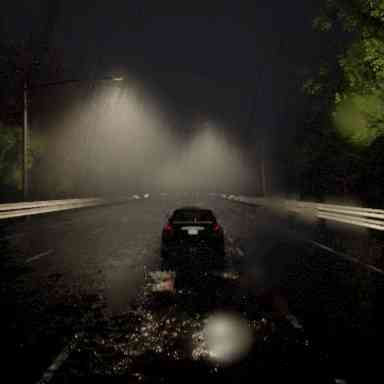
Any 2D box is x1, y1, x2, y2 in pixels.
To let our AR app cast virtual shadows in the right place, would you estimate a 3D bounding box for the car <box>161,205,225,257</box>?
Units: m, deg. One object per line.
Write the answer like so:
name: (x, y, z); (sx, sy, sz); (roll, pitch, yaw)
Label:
car: (0.022, 1.274, 12.750); (2.097, 1.767, 4.553); (0, 1, 0)
